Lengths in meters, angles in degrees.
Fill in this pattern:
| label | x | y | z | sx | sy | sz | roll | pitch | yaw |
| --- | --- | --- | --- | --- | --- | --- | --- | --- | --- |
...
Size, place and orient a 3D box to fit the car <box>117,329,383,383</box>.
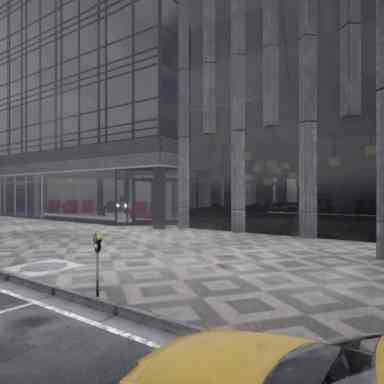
| label | x | y | z | sx | sy | sz | roll | pitch | yaw |
| --- | --- | --- | --- | --- | --- | --- | --- | --- | --- |
| car | 1.513 | 1.525 | 2.002 | 4.829 | 1.417 | 1.752 | 0 | 0 | 36 |
